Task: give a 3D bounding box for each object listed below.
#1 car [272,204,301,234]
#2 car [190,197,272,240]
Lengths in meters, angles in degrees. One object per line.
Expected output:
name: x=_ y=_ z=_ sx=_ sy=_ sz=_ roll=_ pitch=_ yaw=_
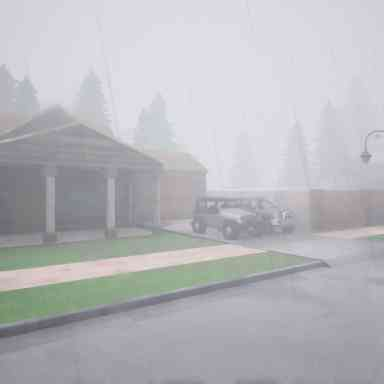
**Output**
car: x=3.394 y=1.174 z=17.735 sx=1.932 sy=1.855 sz=4.605 roll=0 pitch=0 yaw=-36
car: x=1.575 y=1.176 z=15.957 sx=1.905 sy=1.878 sz=3.866 roll=0 pitch=0 yaw=-36
